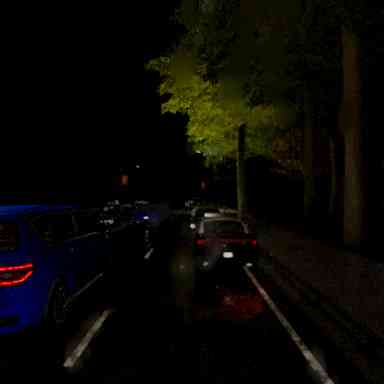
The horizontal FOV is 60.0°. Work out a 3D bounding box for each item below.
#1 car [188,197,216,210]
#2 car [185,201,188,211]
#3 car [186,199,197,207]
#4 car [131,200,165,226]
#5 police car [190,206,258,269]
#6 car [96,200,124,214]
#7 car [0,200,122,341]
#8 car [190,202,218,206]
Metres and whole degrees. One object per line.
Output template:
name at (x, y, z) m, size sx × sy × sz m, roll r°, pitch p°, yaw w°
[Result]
car at (0.967, 1.417, 27.440) m, size 2.150 × 2.045 × 5.566 m, roll 0°, pitch 0°, yaw 0°
car at (0.002, 1.899, 45.880) m, size 1.994 × 1.385 × 4.181 m, roll 0°, pitch 0°, yaw 0°
car at (-0.020, 2.033, 63.686) m, size 2.033 × 1.411 × 5.357 m, roll 0°, pitch 0°, yaw 0°
car at (-3.157, 1.654, 25.314) m, size 1.882 × 1.535 × 5.008 m, roll 0°, pitch 0°, yaw 0°
police car at (0.972, 1.501, 11.518) m, size 1.930 × 1.638 × 5.238 m, roll 0°, pitch 0°, yaw 0°
car at (-9.858, 1.783, 40.410) m, size 2.128 × 1.511 × 4.902 m, roll 0°, pitch 0°, yaw 0°
car at (-3.151, 1.265, 6.820) m, size 2.150 × 2.045 × 5.566 m, roll 0°, pitch 0°, yaw 0°
car at (0.968, 1.652, 21.408) m, size 1.837 × 1.490 × 4.892 m, roll 0°, pitch 0°, yaw 0°
